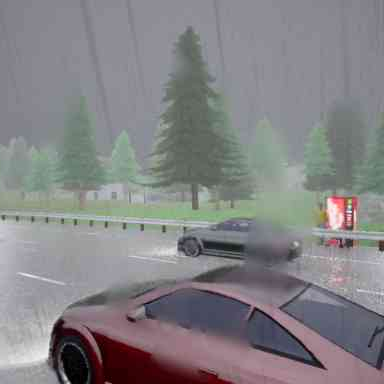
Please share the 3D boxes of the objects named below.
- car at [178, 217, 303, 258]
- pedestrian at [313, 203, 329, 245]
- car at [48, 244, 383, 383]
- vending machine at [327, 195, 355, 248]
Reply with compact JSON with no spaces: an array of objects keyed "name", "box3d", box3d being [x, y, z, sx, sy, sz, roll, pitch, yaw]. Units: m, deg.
[{"name":"car","box3d":[1.564,1.563,11.328,4.181,1.385,1.994,0,0,34]},{"name":"pedestrian","box3d":[5.396,1.294,13.903,0.375,1.860,0.375,0,0,35]},{"name":"car","box3d":[0.294,1.563,3.699,4.181,1.385,1.994,0,0,35]},{"name":"vending machine","box3d":[6.321,1.195,14.092,0.880,2.100,1.100,0,0,35]}]
